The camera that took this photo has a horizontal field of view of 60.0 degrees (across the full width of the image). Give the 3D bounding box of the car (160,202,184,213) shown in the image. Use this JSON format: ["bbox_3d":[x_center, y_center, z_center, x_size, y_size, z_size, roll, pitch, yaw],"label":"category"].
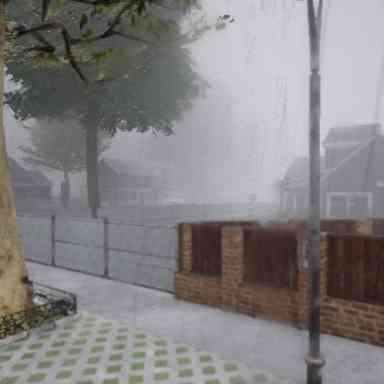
[{"bbox_3d":[-2.470,1.902,40.077,2.033,1.411,5.357,0,0,36],"label":"car"}]
